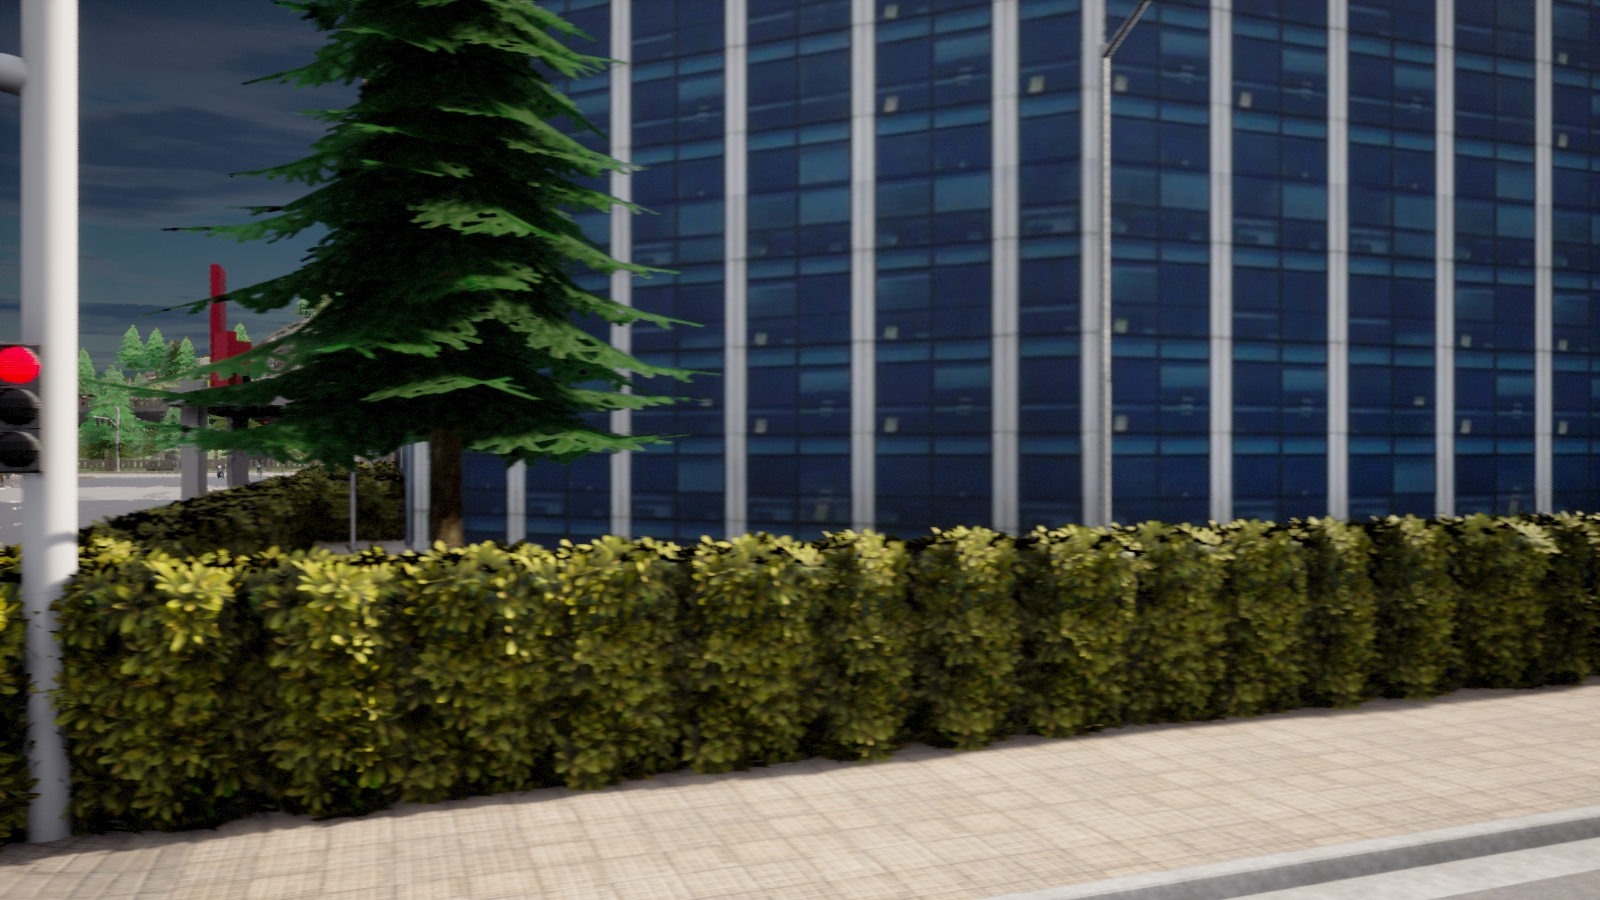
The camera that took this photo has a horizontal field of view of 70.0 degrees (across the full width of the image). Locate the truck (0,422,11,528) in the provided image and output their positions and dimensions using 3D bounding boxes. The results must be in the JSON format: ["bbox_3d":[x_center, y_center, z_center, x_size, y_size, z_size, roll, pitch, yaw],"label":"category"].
[{"bbox_3d":[-29.181,0.891,37.956,2.891,3.827,8.468,0,0,-20],"label":"truck"}]
